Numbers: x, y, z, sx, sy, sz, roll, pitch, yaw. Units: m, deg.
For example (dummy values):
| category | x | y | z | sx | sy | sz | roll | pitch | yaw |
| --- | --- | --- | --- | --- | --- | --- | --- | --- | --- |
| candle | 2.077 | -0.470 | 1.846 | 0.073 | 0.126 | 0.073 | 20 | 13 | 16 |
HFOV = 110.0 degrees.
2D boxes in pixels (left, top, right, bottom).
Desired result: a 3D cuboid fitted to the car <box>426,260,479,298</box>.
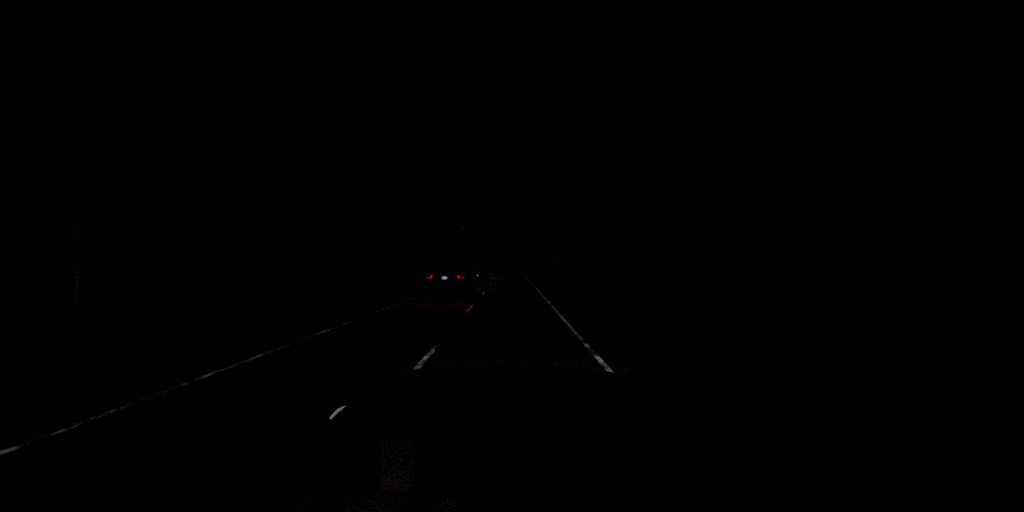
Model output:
| category | x | y | z | sx | sy | sz | roll | pitch | yaw |
| --- | --- | --- | --- | --- | --- | --- | --- | --- | --- |
| car | -3.409 | 1.237 | 20.767 | 2.150 | 2.045 | 5.566 | 0 | -1 | 0 |

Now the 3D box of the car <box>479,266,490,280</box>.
| category | x | y | z | sx | sy | sz | roll | pitch | yaw |
| --- | --- | --- | --- | --- | --- | --- | --- | --- | --- |
| car | -3.433 | 1.784 | 38.040 | 1.812 | 1.442 | 4.674 | 0 | -1 | 0 |
